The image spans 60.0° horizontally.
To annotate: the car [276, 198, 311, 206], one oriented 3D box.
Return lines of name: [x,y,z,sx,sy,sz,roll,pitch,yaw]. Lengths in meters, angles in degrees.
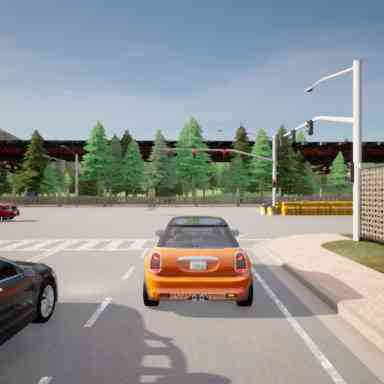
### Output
car: [11.957,1.597,36.710,4.718,1.301,1.895,0,0,-3]

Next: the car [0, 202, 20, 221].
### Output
car: [-16.132,1.220,25.169,5.566,2.045,2.150,0,0,-2]

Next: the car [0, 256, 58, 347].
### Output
car: [-3.399,1.504,4.285,1.837,1.490,4.892,0,0,0]

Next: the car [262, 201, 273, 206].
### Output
car: [11.633,1.521,43.739,4.674,1.442,1.812,0,0,-2]

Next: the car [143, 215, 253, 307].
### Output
car: [0.128,1.351,8.161,2.097,1.767,4.553,0,0,0]
